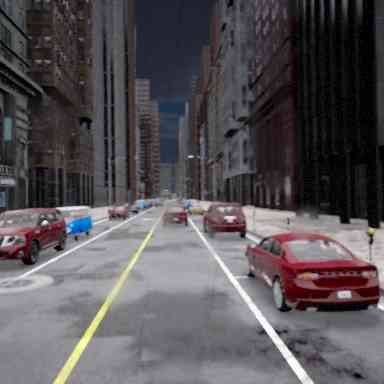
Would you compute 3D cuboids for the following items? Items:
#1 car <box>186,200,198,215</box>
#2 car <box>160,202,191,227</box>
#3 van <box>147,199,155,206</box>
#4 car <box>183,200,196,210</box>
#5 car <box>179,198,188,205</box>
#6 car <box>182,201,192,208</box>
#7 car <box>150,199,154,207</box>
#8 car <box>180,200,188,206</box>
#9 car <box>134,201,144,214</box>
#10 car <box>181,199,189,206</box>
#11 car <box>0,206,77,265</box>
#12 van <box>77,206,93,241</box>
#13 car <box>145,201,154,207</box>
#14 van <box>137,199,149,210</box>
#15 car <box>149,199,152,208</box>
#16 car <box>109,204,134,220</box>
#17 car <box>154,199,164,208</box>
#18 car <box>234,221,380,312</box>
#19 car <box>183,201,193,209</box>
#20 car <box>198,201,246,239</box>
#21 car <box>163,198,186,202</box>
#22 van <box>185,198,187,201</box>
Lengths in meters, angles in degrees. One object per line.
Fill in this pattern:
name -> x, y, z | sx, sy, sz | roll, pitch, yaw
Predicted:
car -> 0.488, 2.100, 41.715 | 1.752, 1.417, 4.829 | -1, -1, -3
car -> -1.327, 1.870, 26.678 | 1.882, 1.535, 5.008 | -1, -1, -3
van -> -10.574, 2.749, 86.065 | 1.690, 1.788, 3.998 | -1, -1, -3
car -> -0.463, 2.273, 58.426 | 1.967, 1.590, 4.097 | -1, -1, -3
car -> -2.385, 2.670, 92.187 | 2.192, 1.841, 5.009 | -1, -1, -3
car -> -1.101, 2.557, 69.677 | 2.008, 1.369, 4.403 | -1, -1, -3
car -> -9.610, 2.713, 69.180 | 1.947, 1.339, 4.313 | -1, -1, -3
car -> -2.060, 2.834, 86.557 | 1.947, 1.339, 4.313 | -1, -1, -3
car -> -8.330, 2.365, 46.672 | 1.947, 1.339, 4.313 | -1, -1, -3
car -> -1.743, 2.621, 80.931 | 1.967, 1.590, 4.097 | -1, -1, -3
car -> -6.415, 1.604, 12.914 | 2.192, 1.841, 5.009 | -1, -1, -3
van -> -6.735, 1.713, 18.540 | 1.690, 1.788, 3.998 | -1, -1, -3
car -> -10.250, 2.865, 80.435 | 1.887, 1.381, 4.507 | -1, -1, -3
van -> -8.975, 2.314, 57.930 | 1.690, 1.788, 3.998 | -1, -1, -3
car -> -9.290, 2.625, 63.553 | 1.947, 1.339, 4.313 | -1, -1, -3
car -> -7.691, 2.171, 35.419 | 1.887, 1.381, 4.507 | -1, -1, -3
car -> -7.027, 2.750, 72.465 | 1.895, 1.301, 4.718 | -1, -1, -3
car -> 2.418, 1.611, 7.785 | 1.887, 1.381, 4.507 | -1, -1, -3
car -> -0.791, 2.448, 64.221 | 1.752, 1.417, 4.829 | -1, -1, -3
car -> 1.774, 1.547, 19.041 | 2.192, 1.841, 5.009 | -1, -1, -3
car -> -2.164, 1.966, 41.319 | 2.097, 1.767, 4.553 | -1, -1, -3
van -> 0.174, 2.000, 47.174 | 1.690, 1.788, 3.998 | -1, -1, -3
